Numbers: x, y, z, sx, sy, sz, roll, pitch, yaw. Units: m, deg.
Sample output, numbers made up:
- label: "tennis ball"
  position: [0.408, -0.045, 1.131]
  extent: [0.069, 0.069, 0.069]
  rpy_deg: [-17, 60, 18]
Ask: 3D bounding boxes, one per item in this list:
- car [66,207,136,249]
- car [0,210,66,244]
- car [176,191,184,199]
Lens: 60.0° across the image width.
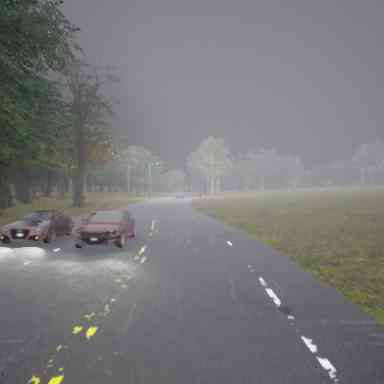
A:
- label: "car"
  position: [-3.697, 1.479, 14.882]
  extent: [1.882, 1.535, 5.008]
  rpy_deg: [0, 0, -1]
- label: "car"
  position: [-7.067, 1.565, 15.649]
  extent: [1.994, 1.385, 4.181]
  rpy_deg: [0, 0, 0]
- label: "car"
  position: [-3.463, 1.165, 90.315]
  extent: [2.128, 1.511, 4.902]
  rpy_deg: [0, 1, 0]
